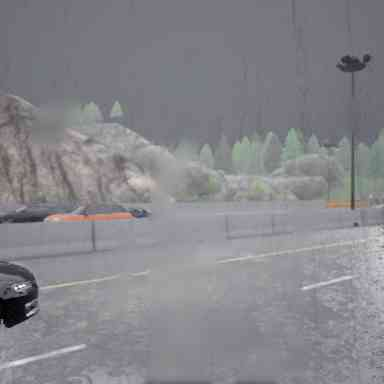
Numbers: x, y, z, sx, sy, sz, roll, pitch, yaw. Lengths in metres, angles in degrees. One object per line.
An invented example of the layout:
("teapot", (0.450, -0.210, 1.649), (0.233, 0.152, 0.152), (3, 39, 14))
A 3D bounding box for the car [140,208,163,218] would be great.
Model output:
("car", (-4.421, 1.677, 22.219), (4.718, 1.301, 1.895), (1, 0, -35))

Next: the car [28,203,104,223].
("car", (-10.065, 1.608, 26.817), (5.357, 1.411, 2.033), (1, 0, -35))

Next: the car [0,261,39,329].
("car", (-4.816, 1.480, 4.610), (4.902, 1.511, 2.128), (1, 0, -35))

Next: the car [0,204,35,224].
("car", (-10.672, 1.558, 22.121), (4.674, 1.442, 1.812), (1, -1, -35))

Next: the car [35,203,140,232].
("car", (-5.364, 1.397, 17.295), (4.553, 1.767, 2.097), (1, 0, -35))
